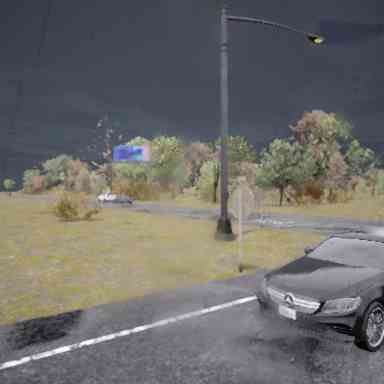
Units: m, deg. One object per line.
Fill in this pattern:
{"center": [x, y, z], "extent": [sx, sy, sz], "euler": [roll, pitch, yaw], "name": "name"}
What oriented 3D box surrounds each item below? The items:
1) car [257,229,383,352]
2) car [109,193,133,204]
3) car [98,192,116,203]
{"center": [3.287, 1.481, 6.217], "extent": [4.674, 1.442, 1.812], "euler": [-1, 0, -35], "name": "car"}
{"center": [-11.574, 1.279, 55.535], "extent": [2.033, 1.411, 5.357], "euler": [0, 0, -33], "name": "car"}
{"center": [-15.588, 0.938, 61.470], "extent": [2.150, 2.045, 5.566], "euler": [0, 0, -34], "name": "car"}
